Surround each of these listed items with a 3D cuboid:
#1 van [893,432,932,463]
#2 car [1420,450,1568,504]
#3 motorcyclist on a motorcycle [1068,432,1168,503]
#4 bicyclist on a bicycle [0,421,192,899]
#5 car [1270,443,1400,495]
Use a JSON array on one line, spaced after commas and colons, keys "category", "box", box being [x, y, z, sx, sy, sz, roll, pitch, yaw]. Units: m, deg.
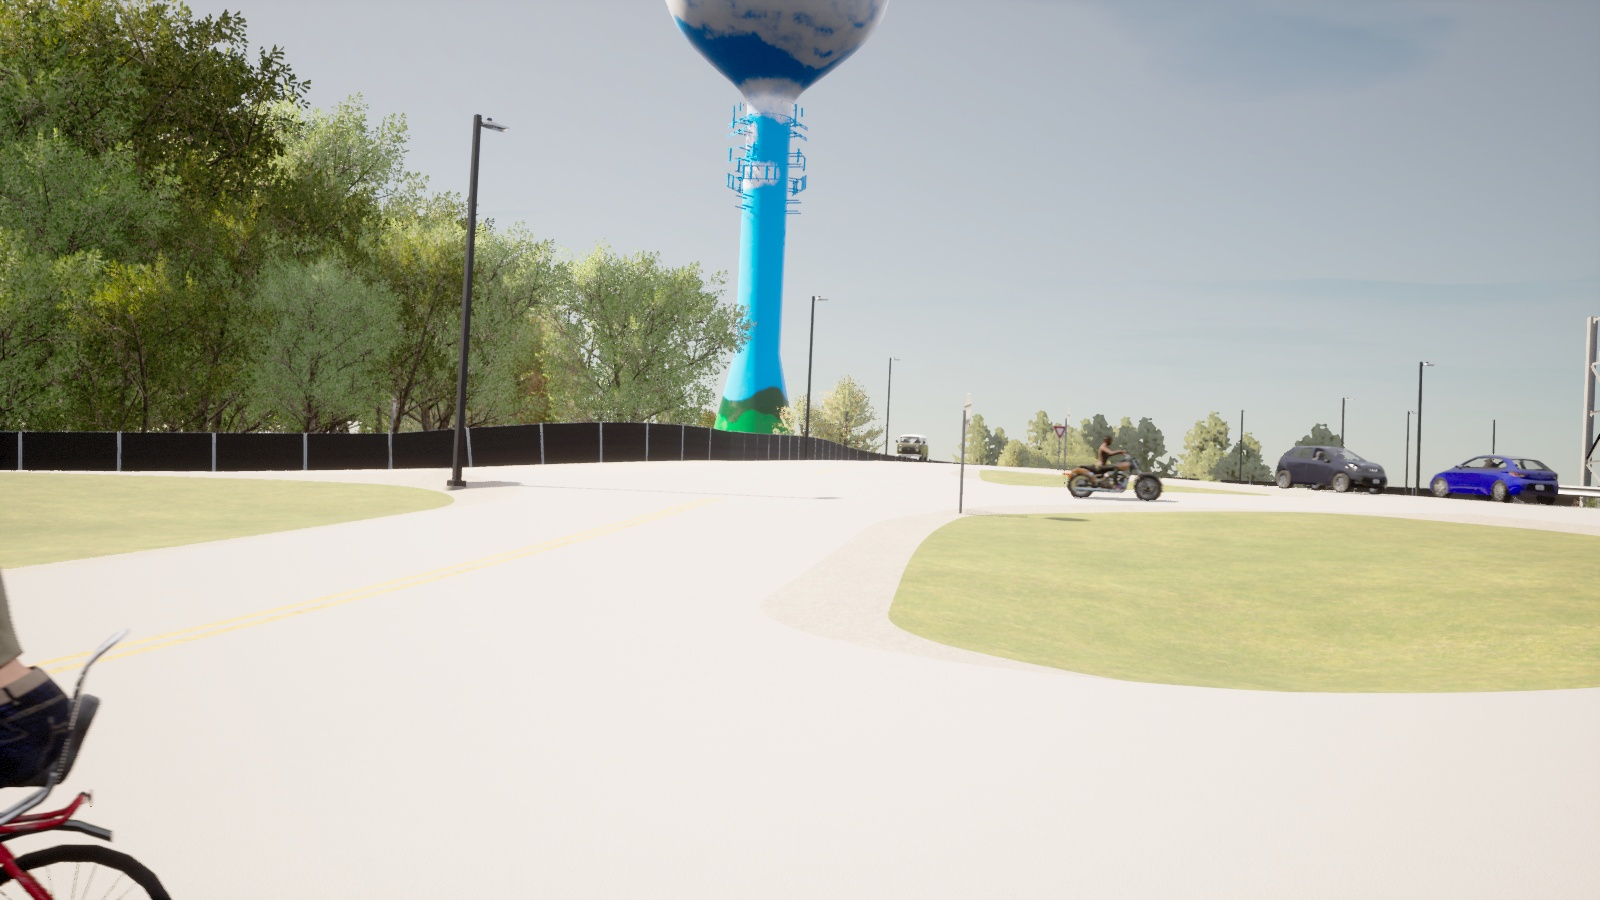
[{"category": "van", "box": [8.088, -0.153, 89.987, 2.069, 2.038, 4.480, 2, 0, 13]}, {"category": "car", "box": [21.862, 0.811, 39.755, 1.816, 1.474, 4.193, 3, 0, -9]}, {"category": "motorcyclist on a motorcycle", "box": [7.927, 0.424, 31.404, 2.350, 1.649, 0.766, 2, 1, 12]}, {"category": "bicyclist on a bicycle", "box": [-2.317, 0.744, 3.026, 1.509, 1.612, 0.866, 0, -1, -25]}, {"category": "car", "box": [17.560, 0.593, 41.373, 1.845, 1.501, 3.633, 3, 0, -22]}]
